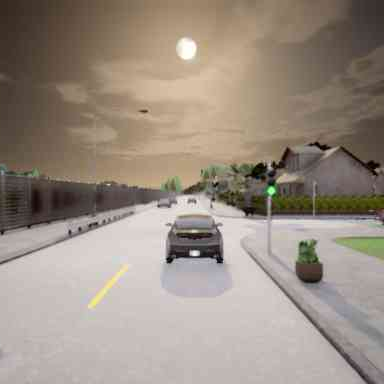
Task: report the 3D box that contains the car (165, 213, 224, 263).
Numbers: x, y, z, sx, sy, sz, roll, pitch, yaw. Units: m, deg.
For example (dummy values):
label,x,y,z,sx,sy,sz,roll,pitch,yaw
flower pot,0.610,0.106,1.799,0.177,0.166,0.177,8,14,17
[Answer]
label,x,y,z,sx,sy,sz,roll,pitch,yaw
car,0.088,1.543,12.089,1.837,1.490,4.892,0,0,0

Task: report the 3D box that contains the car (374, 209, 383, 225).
label,x,y,z,sx,sy,sz,roll,pitch,yaw
car,14.842,1.596,22.429,4.674,1.442,1.812,0,0,2

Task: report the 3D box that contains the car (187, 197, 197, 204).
label,x,y,z,sx,sy,sz,roll,pitch,yaw
car,0.008,1.733,67.793,1.812,1.442,4.674,0,0,0

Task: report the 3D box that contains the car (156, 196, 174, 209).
label,x,y,z,sx,sy,sz,roll,pitch,yaw
car,-4.076,1.683,49.365,1.812,1.442,4.674,0,0,0

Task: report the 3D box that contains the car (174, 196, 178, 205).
label,x,y,z,sx,sy,sz,roll,pitch,yaw
car,-4.002,1.563,66.088,2.097,1.767,4.553,0,0,0
